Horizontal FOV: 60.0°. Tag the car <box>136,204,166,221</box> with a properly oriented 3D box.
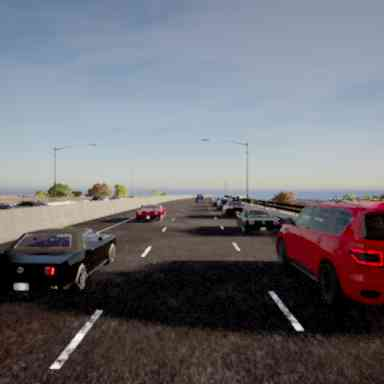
[{"bbox_3d":[-3.181,1.579,26.593,1.895,1.301,4.718,0,0,1],"label":"car"}]

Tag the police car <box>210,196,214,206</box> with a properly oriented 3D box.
[{"bbox_3d":[4.294,1.529,51.711,2.038,1.542,4.974,0,0,2],"label":"police car"}]

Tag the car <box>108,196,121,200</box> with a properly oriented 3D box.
[{"bbox_3d":[-16.092,1.612,69.425,1.994,1.385,4.181,0,0,2],"label":"car"}]

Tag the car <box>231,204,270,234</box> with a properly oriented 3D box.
[{"bbox_3d":[3.610,1.581,18.980,1.895,1.301,4.718,0,0,1],"label":"car"}]

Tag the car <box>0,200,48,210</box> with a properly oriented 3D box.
[{"bbox_3d":[-13.850,1.481,28.195,1.837,1.490,4.892,0,0,1],"label":"car"}]

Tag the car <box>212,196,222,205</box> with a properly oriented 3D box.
[{"bbox_3d":[4.661,1.578,62.628,1.812,1.442,4.674,0,0,2],"label":"car"}]

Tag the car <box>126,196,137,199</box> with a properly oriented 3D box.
[{"bbox_3d":[-12.595,1.539,69.275,1.882,1.535,5.008,0,0,2],"label":"car"}]

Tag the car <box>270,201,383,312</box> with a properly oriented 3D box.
[{"bbox_3d":[3.626,1.213,7.821,2.150,2.045,5.566,0,0,0],"label":"car"}]

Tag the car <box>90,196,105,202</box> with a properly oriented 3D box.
[{"bbox_3d":[-19.605,1.557,69.159,1.837,1.490,4.892,0,0,2],"label":"car"}]

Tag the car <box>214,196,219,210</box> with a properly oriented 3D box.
[{"bbox_3d":[3.996,1.526,40.793,1.812,1.442,4.674,0,0,1],"label":"car"}]

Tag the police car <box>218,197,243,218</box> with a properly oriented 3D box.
[{"bbox_3d":[3.768,1.488,29.873,2.038,1.542,4.974,0,0,1],"label":"police car"}]

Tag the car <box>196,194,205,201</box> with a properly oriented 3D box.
[{"bbox_3d":[2.019,1.332,83.427,2.097,1.767,4.553,0,0,3],"label":"car"}]

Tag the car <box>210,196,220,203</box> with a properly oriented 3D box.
[{"bbox_3d":[5.097,1.634,73.542,2.033,1.411,5.357,0,0,2],"label":"car"}]

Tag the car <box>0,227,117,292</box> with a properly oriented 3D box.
[{"bbox_3d":[-3.369,1.589,8.820,1.895,1.301,4.718,0,0,0],"label":"car"}]
